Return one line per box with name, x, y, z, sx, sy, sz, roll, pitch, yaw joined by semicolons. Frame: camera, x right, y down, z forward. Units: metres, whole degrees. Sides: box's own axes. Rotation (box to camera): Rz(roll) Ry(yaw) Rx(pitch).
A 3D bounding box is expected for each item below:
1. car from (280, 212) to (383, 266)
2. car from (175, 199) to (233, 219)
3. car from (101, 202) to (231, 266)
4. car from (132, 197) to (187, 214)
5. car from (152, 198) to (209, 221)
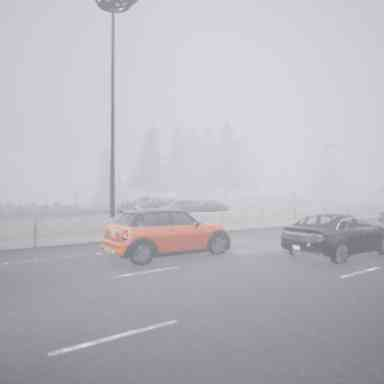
car;5.227;1.522;11.772;4.902;1.511;2.128;0;0;-35
car;1.006;1.252;26.081;4.181;1.385;1.994;0;0;-35
car;-0.771;1.369;11.794;4.553;1.767;2.097;0;0;-36
car;-3.059;1.225;31.780;4.902;1.511;2.128;0;0;-35
car;-1.002;1.463;28.947;4.553;1.767;2.097;0;0;-35
